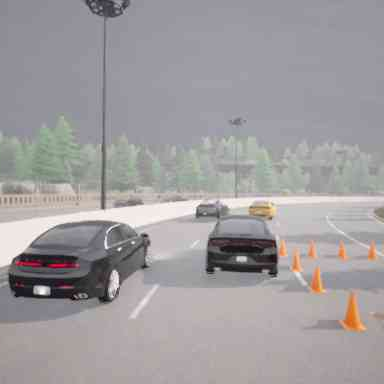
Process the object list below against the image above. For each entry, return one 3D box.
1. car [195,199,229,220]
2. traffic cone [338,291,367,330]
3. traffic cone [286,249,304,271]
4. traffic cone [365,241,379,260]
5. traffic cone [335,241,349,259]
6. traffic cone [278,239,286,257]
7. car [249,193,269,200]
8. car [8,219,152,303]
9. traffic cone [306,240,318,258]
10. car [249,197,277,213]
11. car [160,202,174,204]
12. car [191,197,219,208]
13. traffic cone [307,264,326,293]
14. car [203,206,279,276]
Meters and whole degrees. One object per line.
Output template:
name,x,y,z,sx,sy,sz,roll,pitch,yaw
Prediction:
car,1.682,1.367,26.130,2.128,1.511,4.902,1,0,18
traffic cone,2.695,1.960,5.595,0.340,0.580,0.340,1,0,4
traffic cone,3.003,1.942,9.583,0.340,0.580,0.340,1,0,4
traffic cone,6.149,1.975,11.346,0.340,0.580,0.340,1,0,4
traffic cone,5.152,1.961,11.423,0.340,0.580,0.340,1,0,4
traffic cone,3.158,1.933,11.577,0.340,0.580,0.340,1,0,4
car,15.017,1.033,74.398,1.837,1.490,4.892,1,0,44
car,-2.295,1.427,8.100,1.837,1.490,4.892,1,0,6
traffic cone,4.155,1.947,11.500,0.340,0.580,0.340,1,0,4
car,6.013,1.402,28.028,1.882,1.535,5.008,1,0,19
car,-2.472,1.223,44.110,1.837,1.490,4.892,1,0,27
car,1.784,1.373,44.812,1.895,1.301,4.718,1,0,28
traffic cone,2.849,1.951,7.589,0.340,0.580,0.340,1,0,4
car,1.533,1.439,10.393,1.882,1.535,5.008,1,0,8
